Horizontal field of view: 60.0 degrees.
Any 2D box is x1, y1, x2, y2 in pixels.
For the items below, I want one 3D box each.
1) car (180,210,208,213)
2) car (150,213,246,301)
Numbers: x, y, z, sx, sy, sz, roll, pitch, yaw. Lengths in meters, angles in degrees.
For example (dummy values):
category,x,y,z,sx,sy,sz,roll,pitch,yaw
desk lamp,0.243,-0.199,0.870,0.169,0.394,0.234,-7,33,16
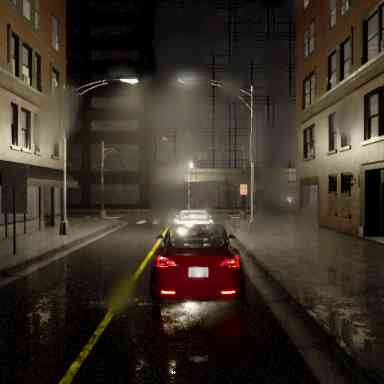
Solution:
category,x,y,z,sx,sy,sz,roll,pitch,yaw
car,0.100,1.602,17.417,1.895,1.301,4.718,0,0,0
car,0.109,1.504,8.401,2.163,1.488,4.792,0,0,0
